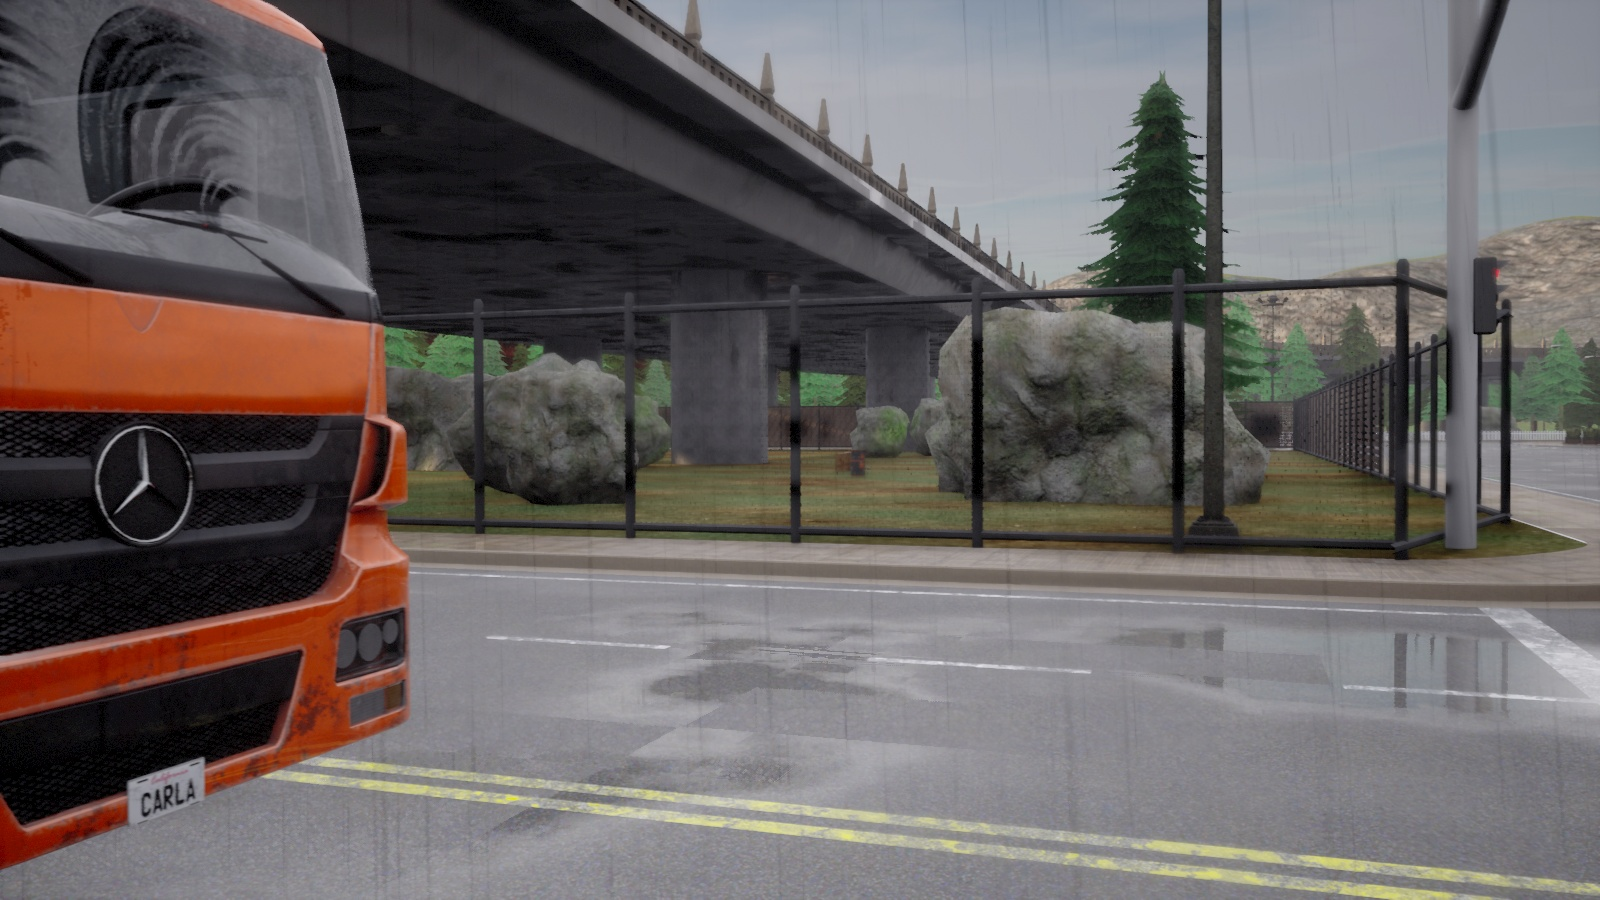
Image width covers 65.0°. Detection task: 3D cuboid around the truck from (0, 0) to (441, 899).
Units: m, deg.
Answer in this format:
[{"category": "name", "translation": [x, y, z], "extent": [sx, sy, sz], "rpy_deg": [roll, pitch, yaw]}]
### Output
[{"category": "truck", "translation": [-5.722, -0.262, 5.144], "extent": [7.936, 3.462, 2.891], "rpy_deg": [1, 1, 19]}]
